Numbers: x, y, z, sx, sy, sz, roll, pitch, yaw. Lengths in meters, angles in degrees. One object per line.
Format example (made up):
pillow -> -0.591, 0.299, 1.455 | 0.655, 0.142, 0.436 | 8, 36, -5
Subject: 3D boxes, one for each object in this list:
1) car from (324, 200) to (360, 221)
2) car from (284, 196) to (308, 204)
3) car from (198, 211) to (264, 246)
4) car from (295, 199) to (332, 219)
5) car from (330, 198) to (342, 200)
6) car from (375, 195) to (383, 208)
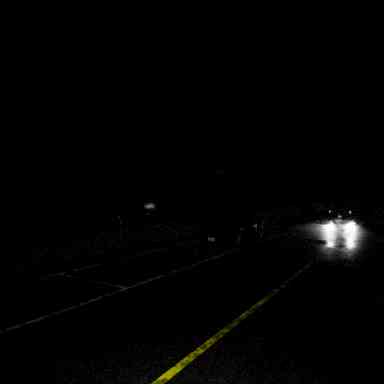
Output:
car -> 12.499, 1.601, 27.315 | 1.895, 1.301, 4.718 | 0, 0, 33
car -> 19.935, 1.512, 64.200 | 4.902, 1.511, 2.128 | 0, 0, 35
car -> 1.949, 1.566, 15.428 | 1.947, 1.339, 4.313 | 0, 0, 32
car -> 10.799, 1.582, 29.443 | 1.802, 1.307, 4.206 | 0, 0, 32
car -> 13.749, 1.566, 34.114 | 1.947, 1.339, 4.313 | 0, 0, 32
car -> 28.282, 1.541, 47.885 | 2.033, 1.411, 5.357 | 0, 0, 20
